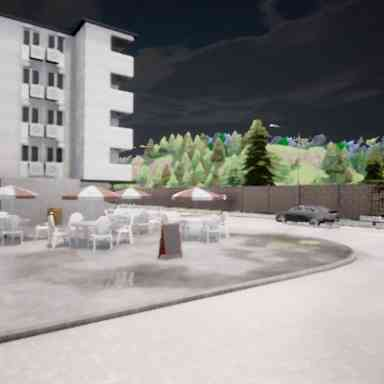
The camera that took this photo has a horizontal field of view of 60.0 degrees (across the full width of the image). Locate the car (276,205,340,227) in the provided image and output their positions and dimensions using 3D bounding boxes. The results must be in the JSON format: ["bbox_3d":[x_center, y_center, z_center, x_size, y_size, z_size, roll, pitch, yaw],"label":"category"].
[{"bbox_3d":[8.497,1.728,24.846,2.128,1.511,4.902,1,0,-35],"label":"car"}]
